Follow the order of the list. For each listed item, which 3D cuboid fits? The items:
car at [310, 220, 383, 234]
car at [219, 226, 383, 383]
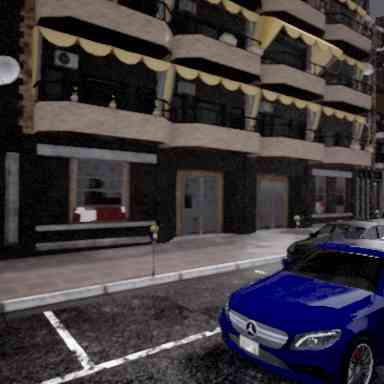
[{"bbox_3d":[4.707,1.557,9.900,4.313,1.339,1.947,0,1,-35],"label":"car"},{"bbox_3d":[2.566,1.521,5.200,4.674,1.442,1.812,0,0,-35],"label":"car"}]
